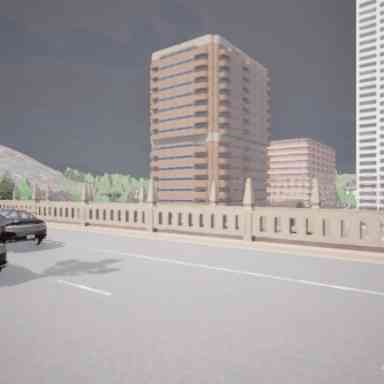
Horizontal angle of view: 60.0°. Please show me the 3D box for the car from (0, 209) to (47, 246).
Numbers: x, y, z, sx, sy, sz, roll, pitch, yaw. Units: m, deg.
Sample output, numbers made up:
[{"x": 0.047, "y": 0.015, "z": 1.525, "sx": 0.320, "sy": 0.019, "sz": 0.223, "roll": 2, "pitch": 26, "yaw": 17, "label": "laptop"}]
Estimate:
[{"x": -8.119, "y": 1.492, "z": 14.083, "sx": 4.902, "sy": 1.511, "sz": 2.128, "roll": 0, "pitch": 0, "yaw": 36, "label": "car"}]

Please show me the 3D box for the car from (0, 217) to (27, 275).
[{"x": -6.796, "y": 1.492, "z": 8.839, "sx": 4.902, "sy": 1.511, "sz": 2.128, "roll": 0, "pitch": 0, "yaw": 36, "label": "car"}]
